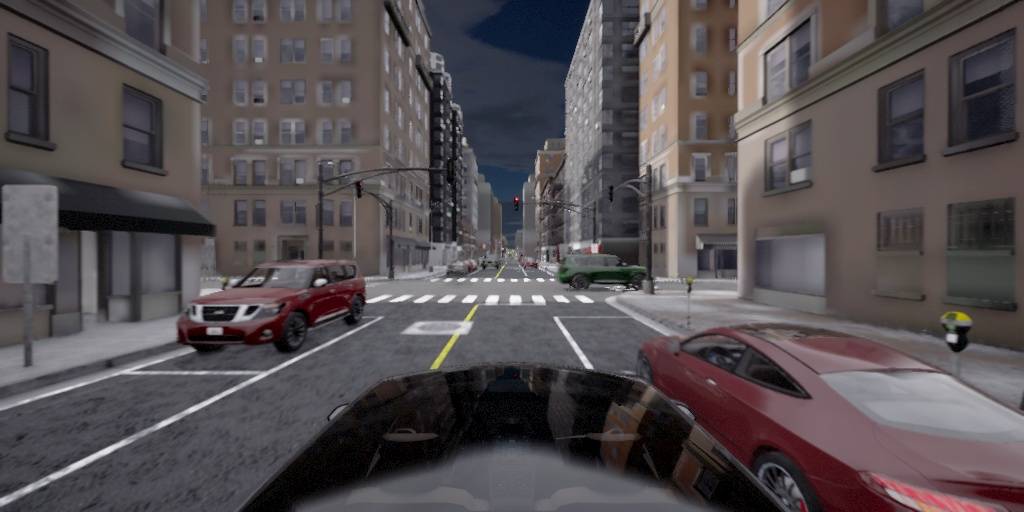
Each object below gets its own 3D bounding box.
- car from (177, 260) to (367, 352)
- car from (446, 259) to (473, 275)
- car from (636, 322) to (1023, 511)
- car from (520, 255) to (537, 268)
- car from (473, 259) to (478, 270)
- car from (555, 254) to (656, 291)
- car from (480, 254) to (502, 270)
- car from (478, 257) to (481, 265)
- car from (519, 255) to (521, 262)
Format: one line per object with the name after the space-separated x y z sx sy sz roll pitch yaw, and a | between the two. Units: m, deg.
-5.388 1.031 9.014 2.192 1.841 5.009 0 0 0 | car
-5.393 1.143 35.477 2.007 1.370 4.403 0 0 0 | car
2.638 1.323 3.594 1.802 1.307 4.207 0 0 0 | car
2.629 0.953 51.833 1.967 1.591 4.097 0 0 0 | car
-5.394 1.112 40.932 1.888 1.381 4.507 0 0 0 | car
5.316 0.934 20.739 5.566 2.045 2.150 0 0 0 | car
-2.831 0.755 48.313 2.150 2.045 5.566 0 0 0 | car
-5.395 1.065 46.215 1.751 1.417 4.829 0 0 0 | car
2.627 0.897 62.742 1.967 1.591 4.097 0 0 0 | car
